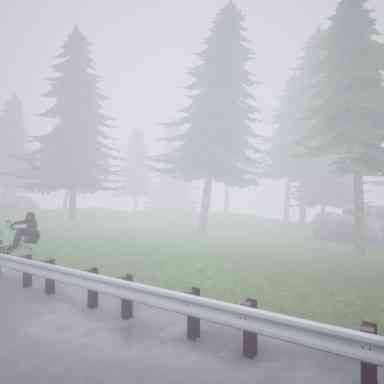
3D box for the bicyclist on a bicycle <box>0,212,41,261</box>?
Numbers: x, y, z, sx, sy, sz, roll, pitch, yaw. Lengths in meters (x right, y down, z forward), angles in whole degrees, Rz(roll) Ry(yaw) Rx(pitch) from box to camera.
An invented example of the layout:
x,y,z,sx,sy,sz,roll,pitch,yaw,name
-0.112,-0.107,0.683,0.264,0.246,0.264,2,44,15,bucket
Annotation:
x,y,z,sx,sy,sz,roll,pitch,yaw,name
-4.731,1.187,9.018,1.656,0.582,1.620,28,43,1,bicyclist on a bicycle
